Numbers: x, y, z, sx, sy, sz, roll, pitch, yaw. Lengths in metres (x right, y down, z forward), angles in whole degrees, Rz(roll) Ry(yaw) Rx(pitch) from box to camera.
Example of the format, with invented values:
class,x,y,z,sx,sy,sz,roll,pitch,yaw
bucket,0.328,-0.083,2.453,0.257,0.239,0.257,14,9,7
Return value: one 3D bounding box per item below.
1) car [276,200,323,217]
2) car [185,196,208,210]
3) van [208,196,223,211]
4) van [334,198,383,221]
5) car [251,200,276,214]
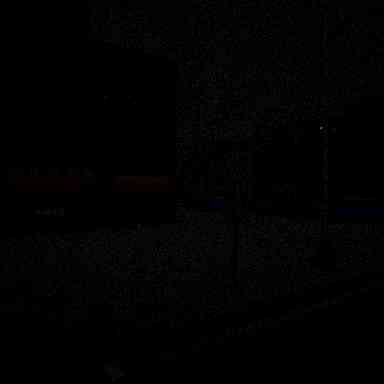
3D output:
class,x,y,z,sx,sy,sz,roll,pitch,yaw
car,10.606,1.515,31.847,1.967,1.590,4.097,0,0,-36
car,1.052,1.441,45.208,2.192,1.841,5.009,0,0,-36
van,4.236,1.449,40.756,1.690,1.788,3.998,0,0,-36
van,13.790,1.401,27.394,1.690,1.788,3.998,0,0,-36
car,7.421,1.531,36.302,1.967,1.590,4.097,0,0,-36
